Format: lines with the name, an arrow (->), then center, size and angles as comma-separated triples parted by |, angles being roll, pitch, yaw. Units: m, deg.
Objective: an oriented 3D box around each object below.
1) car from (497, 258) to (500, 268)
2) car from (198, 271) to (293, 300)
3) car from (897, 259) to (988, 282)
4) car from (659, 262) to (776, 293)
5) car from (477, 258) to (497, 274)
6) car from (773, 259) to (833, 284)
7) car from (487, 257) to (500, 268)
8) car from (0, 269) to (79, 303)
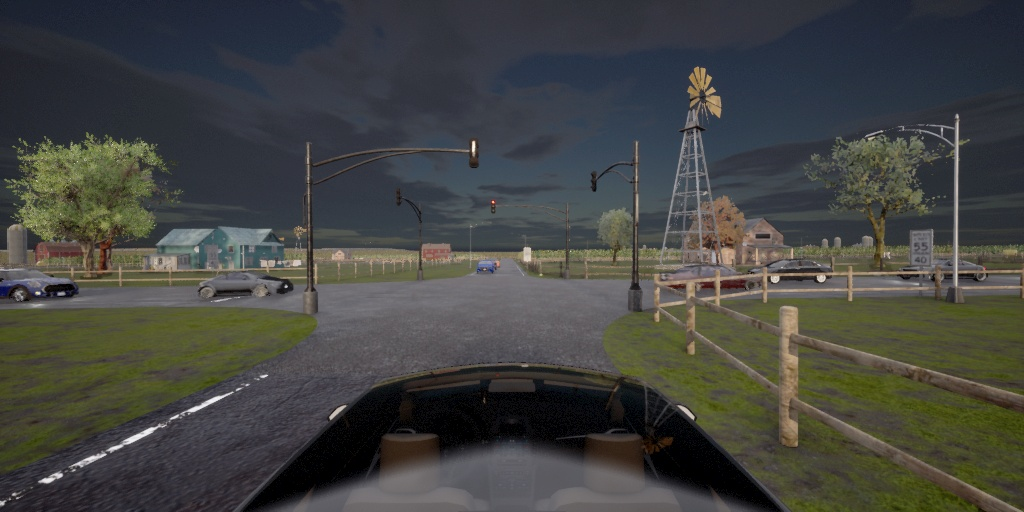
car -> -3.117, 1.293, 51.907 | 2.033, 1.411, 5.357 | 0, 0, -1
car -> -14.289, 1.513, 19.372 | 4.181, 1.385, 1.994 | -1, 1, -4
car -> 27.545, 0.886, 23.045 | 4.181, 1.385, 1.994 | -1, 1, 0
car -> 10.653, 1.163, 19.270 | 5.357, 1.411, 2.033 | -1, 1, 0
car -> -3.047, 1.222, 42.003 | 1.882, 1.535, 5.008 | 0, 0, -1
car -> 17.686, 0.957, 23.003 | 4.892, 1.490, 1.837 | -1, 1, 0
car -> -3.164, 1.099, 61.940 | 2.097, 1.767, 4.553 | 0, 0, 0
car -> -26.260, 1.470, 19.095 | 4.553, 1.767, 2.097 | -1, 1, 0
